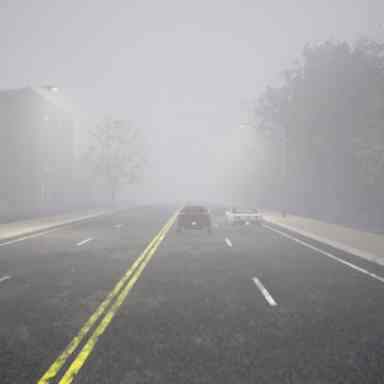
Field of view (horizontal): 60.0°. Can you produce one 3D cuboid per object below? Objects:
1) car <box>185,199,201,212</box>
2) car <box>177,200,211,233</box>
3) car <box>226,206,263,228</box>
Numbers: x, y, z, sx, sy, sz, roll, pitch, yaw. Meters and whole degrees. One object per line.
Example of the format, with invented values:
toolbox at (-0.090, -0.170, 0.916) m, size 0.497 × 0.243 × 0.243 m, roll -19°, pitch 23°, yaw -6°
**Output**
car at (0.124, 1.596, 40.249) m, size 1.895 × 1.301 × 4.718 m, roll 0°, pitch 0°, yaw 0°
car at (0.111, 1.475, 19.802) m, size 1.882 × 1.535 × 5.008 m, roll 0°, pitch 0°, yaw 0°
car at (3.363, 1.597, 22.378) m, size 1.895 × 1.301 × 4.718 m, roll 0°, pitch 0°, yaw 0°
